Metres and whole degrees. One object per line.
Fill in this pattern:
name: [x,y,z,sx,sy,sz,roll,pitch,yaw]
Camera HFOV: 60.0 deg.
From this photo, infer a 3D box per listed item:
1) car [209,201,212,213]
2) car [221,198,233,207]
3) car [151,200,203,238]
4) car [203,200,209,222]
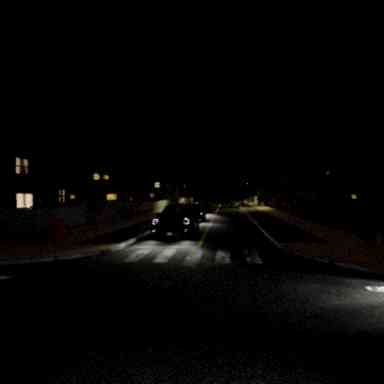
car: [1.436,1.730,40.185,2.128,1.511,4.902,-1,-1,6]
car: [6.243,1.821,59.467,1.837,1.490,4.892,-1,-1,6]
car: [-0.828,1.476,18.491,2.097,1.767,4.553,-1,0,7]
car: [0.225,1.696,28.343,1.812,1.442,4.674,-1,0,6]
